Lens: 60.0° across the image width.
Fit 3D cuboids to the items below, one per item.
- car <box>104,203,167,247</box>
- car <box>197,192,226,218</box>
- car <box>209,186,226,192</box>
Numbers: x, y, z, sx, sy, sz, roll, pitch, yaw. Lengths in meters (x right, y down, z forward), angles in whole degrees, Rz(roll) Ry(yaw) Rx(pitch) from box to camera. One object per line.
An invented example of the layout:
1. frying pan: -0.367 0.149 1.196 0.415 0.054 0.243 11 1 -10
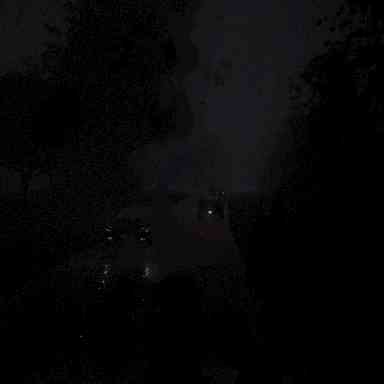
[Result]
1. car: -2.265 1.266 14.456 1.882 1.535 5.008 2 1 4
2. car: 1.420 1.005 24.527 1.837 1.490 4.892 0 2 5
3. car: 3.263 0.040 42.051 2.097 1.767 4.553 0 3 6
